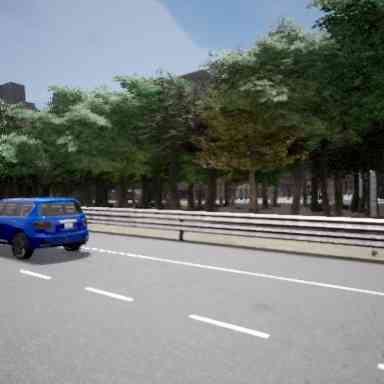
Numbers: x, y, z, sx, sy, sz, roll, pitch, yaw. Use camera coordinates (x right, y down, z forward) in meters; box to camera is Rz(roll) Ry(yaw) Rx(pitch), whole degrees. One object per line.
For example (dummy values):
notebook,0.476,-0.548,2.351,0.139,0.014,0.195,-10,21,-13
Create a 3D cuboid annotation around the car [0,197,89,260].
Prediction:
car,-6.304,1.225,12.671,5.566,2.045,2.150,0,0,36
